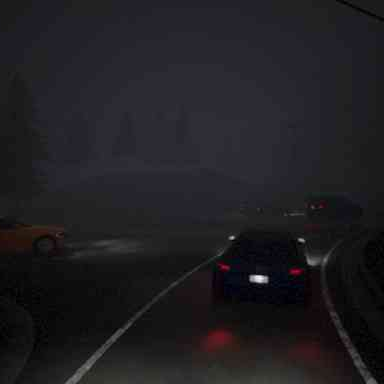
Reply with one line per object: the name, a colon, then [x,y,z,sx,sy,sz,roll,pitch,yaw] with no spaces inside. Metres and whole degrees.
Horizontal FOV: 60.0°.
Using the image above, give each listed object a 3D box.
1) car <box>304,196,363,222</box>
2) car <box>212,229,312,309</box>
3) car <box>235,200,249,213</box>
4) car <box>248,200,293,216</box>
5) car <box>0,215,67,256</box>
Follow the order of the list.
car: [11.773,1.318,27.582,5.566,2.045,2.150,0,0,-32]
car: [1.784,1.592,8.120,1.994,1.385,4.181,0,0,16]
car: [7.080,1.616,37.029,4.902,1.511,2.128,0,0,-32]
car: [8.168,1.677,33.582,4.181,1.385,1.994,0,0,-32]
car: [-7.075,1.513,11.763,5.008,1.535,1.882,0,0,-32]
